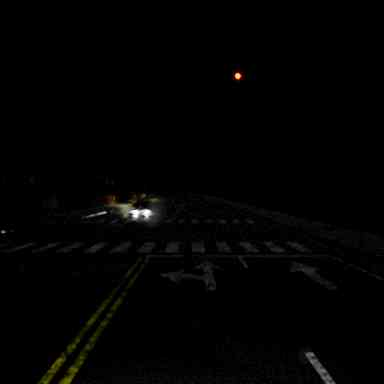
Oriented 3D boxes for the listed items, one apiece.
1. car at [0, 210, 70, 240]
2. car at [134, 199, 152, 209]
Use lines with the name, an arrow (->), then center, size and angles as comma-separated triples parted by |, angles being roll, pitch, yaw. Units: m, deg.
car -> -8.573, 1.549, 15.497 | 5.357, 1.411, 2.033 | 0, 0, -32
car -> -6.463, 1.572, 43.906 | 1.895, 1.301, 4.718 | 0, 0, 0
